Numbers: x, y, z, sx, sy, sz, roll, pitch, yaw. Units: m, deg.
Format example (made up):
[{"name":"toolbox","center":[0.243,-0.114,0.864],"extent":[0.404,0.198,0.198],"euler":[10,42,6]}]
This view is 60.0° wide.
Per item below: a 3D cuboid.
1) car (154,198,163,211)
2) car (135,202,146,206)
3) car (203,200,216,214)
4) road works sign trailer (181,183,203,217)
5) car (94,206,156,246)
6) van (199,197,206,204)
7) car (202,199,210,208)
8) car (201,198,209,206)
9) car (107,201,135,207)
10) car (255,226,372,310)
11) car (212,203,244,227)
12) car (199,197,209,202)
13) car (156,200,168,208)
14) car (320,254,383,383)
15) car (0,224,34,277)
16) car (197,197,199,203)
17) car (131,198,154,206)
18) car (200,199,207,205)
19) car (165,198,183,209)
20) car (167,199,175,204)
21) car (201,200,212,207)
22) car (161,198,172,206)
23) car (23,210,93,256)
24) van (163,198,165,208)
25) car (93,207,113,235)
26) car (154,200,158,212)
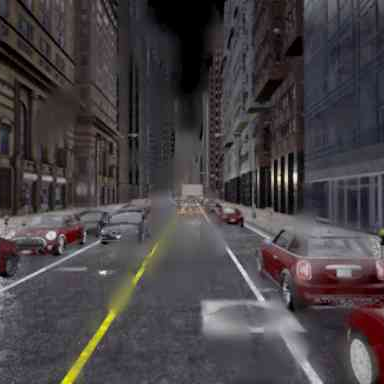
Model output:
[{"name":"car","center":[-5.749,1.795,47.191],"extent":[2.192,1.841,5.009],"euler":[0,-1,0]},{"name":"car","center":[-5.754,1.874,30.384],"extent":[1.947,1.339,4.313],"euler":[0,-1,0]},{"name":"car","center":[2.774,1.987,41.598],"extent":[1.947,1.339,4.313],"euler":[0,-1,0]},{"name":"road works sign trailer","center":[0.007,0.833,36.460],"extent":[2.380,3.560,2.880],"euler":[0,-1,0]},{"name":"car","center":[-3.097,1.672,16.454],"extent":[1.837,1.490,4.892],"euler":[0,-1,0]},{"name":"van","center":[2.784,2.239,86.414],"extent":[1.690,1.788,3.998],"euler":[0,-1,0]},{"name":"car","center":[2.775,2.045,47.199],"extent":[1.947,1.339,4.313],"euler":[0,-1,0]},{"name":"car","center":[2.776,2.088,52.801],"extent":[2.008,1.369,4.403],"euler":[0,-1,0]},{"name":"car","center":[-5.754,1.692,24.784],"extent":[1.967,1.590,4.097],"euler":[0,-1,0]},{"name":"car","center":[2.767,1.522,7.988],"extent":[1.967,1.590,4.097],"euler":[0,-1,0]},{"name":"car","center":[2.771,1.795,24.792],"extent":[1.887,1.381,4.507],"euler":[0,-1,0]},{"name":"car","center":[2.778,2.037,58.404],"extent":[1.967,1.590,4.097],"euler":[0,-1,0]},{"name":"car","center":[-5.746,2.180,63.822],"extent":[1.752,1.417,4.829],"euler":[0,-1,0]},{"name":"car","center":[2.766,1.570,2.385],"extent":[1.887,1.381,4.507],"euler":[0,-1,0]},{"name":"car","center":[-5.758,1.664,7.978],"extent":[1.802,1.307,4.206],"euler":[0,-1,0]},{"name":"car","center":[2.780,2.031,69.609],"extent":[2.192,1.841,5.009],"euler":[0,-1,0]},{"name":"car","center":[-5.752,1.680,35.988],"extent":[2.192,1.841,5.009],"euler":[0,-1,0]},{"name":"car","center":[2.782,2.364,80.980],"extent":[1.752,1.417,4.829],"euler":[0,-1,0]},{"name":"car","center":[-3.048,2.145,56.960],"extent":[1.994,1.385,4.181],"euler":[0,0,1]},{"name":"car","center":[-5.741,2.541,91.999],"extent":[1.802,1.307,4.206],"euler":[0,-1,0]},{"name":"car","center":[2.778,2.238,64.004],"extent":[1.802,1.307,4.206],"euler":[0,-1,0]},{"name":"car","center":[-5.744,2.217,75.197],"extent":[1.967,1.590,4.097],"euler":[0,-1,0]},{"name":"car","center":[-5.757,1.579,13.581],"extent":[1.967,1.590,4.097],"euler":[0,-1,0]},{"name":"van","center":[-5.747,1.938,58.393],"extent":[1.690,1.788,3.998],"euler":[0,-1,0]},{"name":"car","center":[-5.756,1.761,19.181],"extent":[1.947,1.339,4.313],"euler":[0,-1,0]},{"name":"car","center":[-5.751,2.004,41.586],"extent":[1.802,1.307,4.206],"euler":[0,-1,0]}]
